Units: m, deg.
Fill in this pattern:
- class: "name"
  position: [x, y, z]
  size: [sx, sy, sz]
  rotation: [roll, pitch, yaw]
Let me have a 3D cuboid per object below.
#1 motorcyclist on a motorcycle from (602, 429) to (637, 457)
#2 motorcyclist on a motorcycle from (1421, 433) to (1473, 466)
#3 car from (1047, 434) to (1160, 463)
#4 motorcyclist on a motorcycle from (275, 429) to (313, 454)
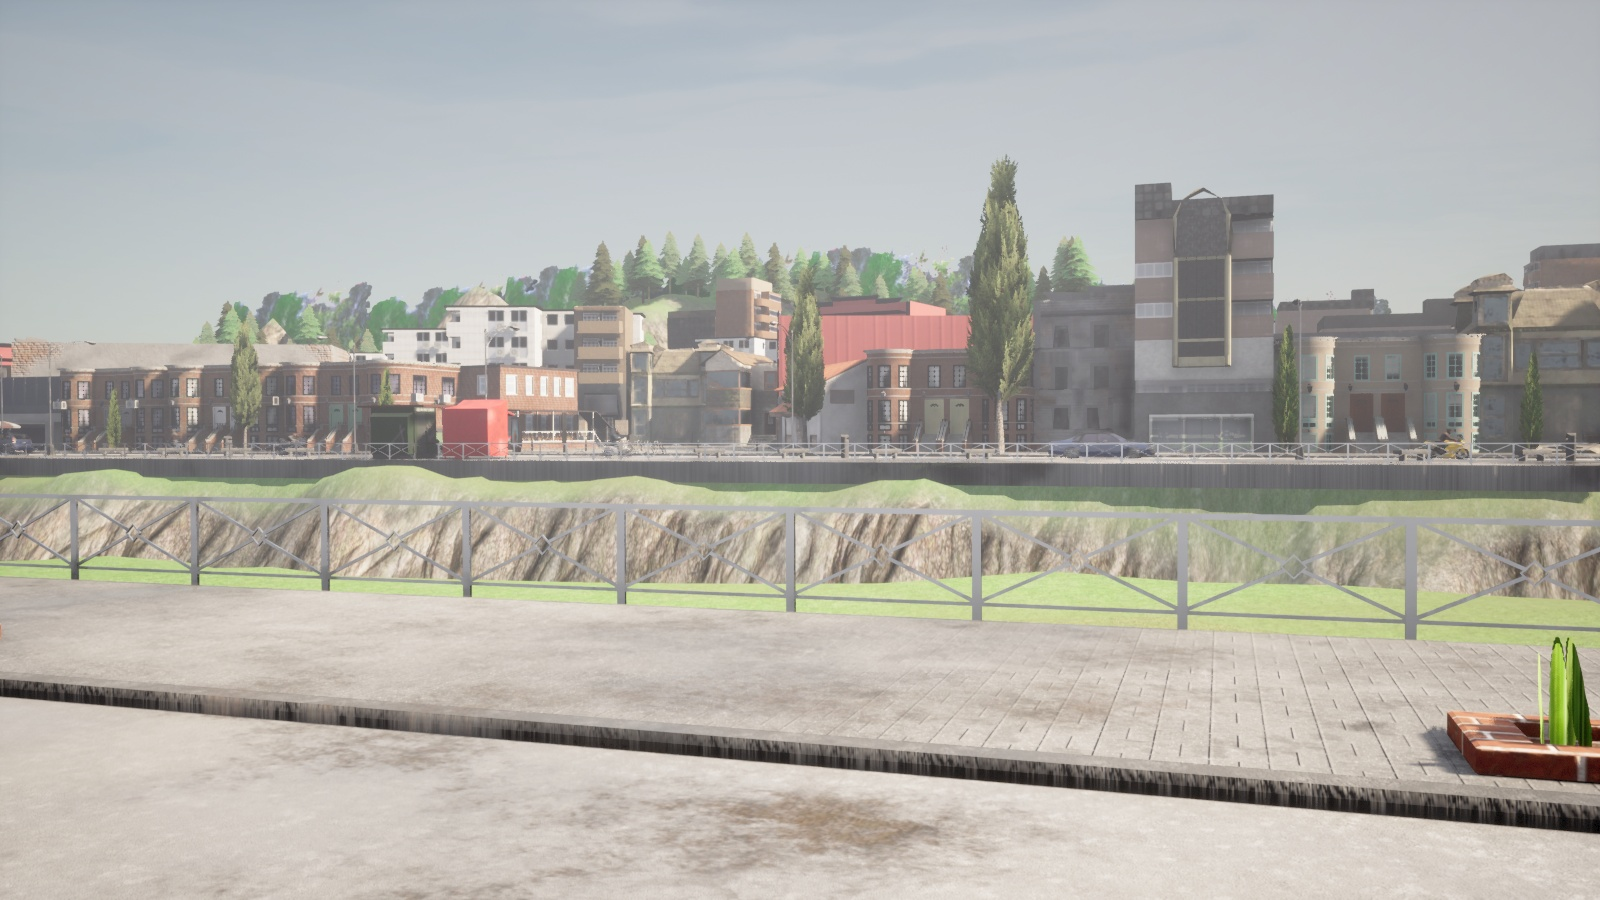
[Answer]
- class: "motorcyclist on a motorcycle"
  position: [-10.385, -0.417, 72.311]
  size: [1.817, 1.590, 0.866]
  rotation: [1, 1, 19]
- class: "motorcyclist on a motorcycle"
  position: [30.224, -0.015, 58.668]
  size: [2.044, 1.523, 0.797]
  rotation: [-1, 0, 19]
- class: "car"
  position: [15.391, -0.087, 63.653]
  size: [5.357, 1.411, 2.033]
  rotation: [1, 1, 19]
- class: "motorcyclist on a motorcycle"
  position: [-32.052, -0.533, 79.591]
  size: [2.191, 1.530, 0.866]
  rotation: [1, 1, 19]
